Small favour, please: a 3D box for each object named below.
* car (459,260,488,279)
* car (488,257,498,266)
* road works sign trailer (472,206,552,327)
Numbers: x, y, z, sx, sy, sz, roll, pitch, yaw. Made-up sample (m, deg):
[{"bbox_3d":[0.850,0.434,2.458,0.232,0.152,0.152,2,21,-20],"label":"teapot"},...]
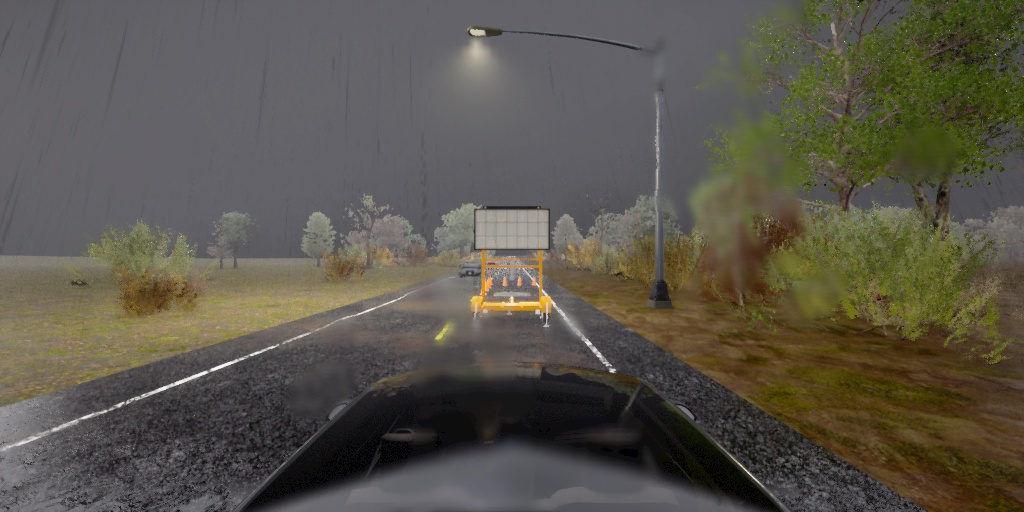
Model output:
[{"bbox_3d":[-3.594,1.300,32.612,1.994,1.385,4.181,0,0,0],"label":"car"},{"bbox_3d":[-3.489,1.050,61.764,2.097,1.767,4.553,0,0,0],"label":"car"},{"bbox_3d":[0.002,0.214,11.529,2.380,3.560,2.880,0,0,0],"label":"road works sign trailer"}]
